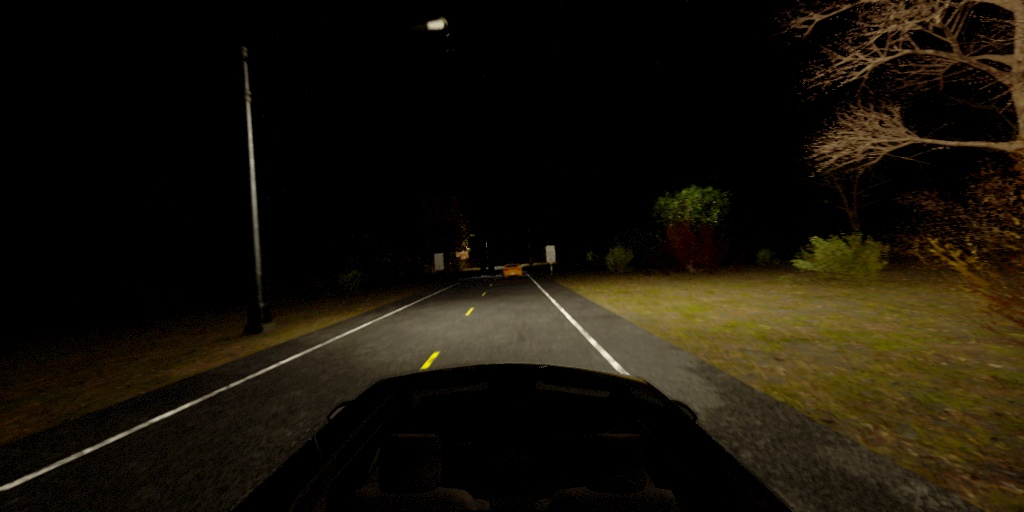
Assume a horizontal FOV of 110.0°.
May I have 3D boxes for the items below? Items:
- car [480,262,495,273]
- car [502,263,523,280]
[{"bbox_3d":[-3.431,1.587,51.197,1.994,1.385,4.181,-4,-1,0],"label":"car"},{"bbox_3d":[0.068,1.481,35.996,1.882,1.535,5.008,-4,-1,0],"label":"car"}]
